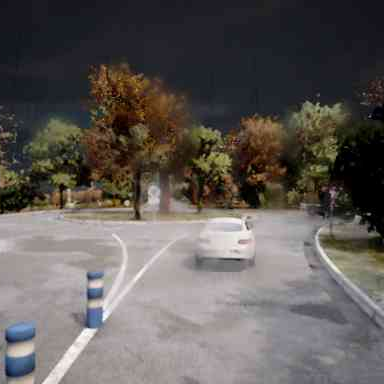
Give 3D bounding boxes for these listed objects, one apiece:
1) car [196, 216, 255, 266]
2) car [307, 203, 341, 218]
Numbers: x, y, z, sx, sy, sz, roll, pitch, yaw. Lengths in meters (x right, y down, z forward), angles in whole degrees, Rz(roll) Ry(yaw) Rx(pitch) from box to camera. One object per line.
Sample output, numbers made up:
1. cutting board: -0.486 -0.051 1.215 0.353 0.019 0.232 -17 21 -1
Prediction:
1. car: 1.228 1.574 11.654 1.812 1.442 4.674 0 -1 8
2. car: 13.928 1.772 33.419 5.008 1.535 1.882 0 -2 -25
